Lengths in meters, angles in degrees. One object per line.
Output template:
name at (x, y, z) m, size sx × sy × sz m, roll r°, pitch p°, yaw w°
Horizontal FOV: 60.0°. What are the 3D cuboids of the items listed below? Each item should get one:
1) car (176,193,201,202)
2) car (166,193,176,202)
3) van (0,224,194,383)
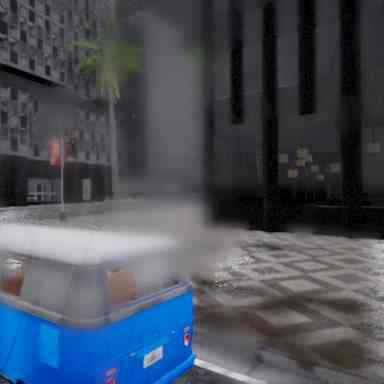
car at (-0.177, 0.995, 57.052) m, size 1.812 × 1.442 × 4.674 m, roll -1°, pitch 0°, yaw 36°
car at (-2.602, 0.980, 59.247) m, size 2.128 × 1.511 × 4.902 m, roll -1°, pitch 0°, yaw 36°
van at (-1.885, 1.377, 4.303) m, size 3.998 × 1.788 × 1.690 m, roll -1°, pitch 0°, yaw 35°
